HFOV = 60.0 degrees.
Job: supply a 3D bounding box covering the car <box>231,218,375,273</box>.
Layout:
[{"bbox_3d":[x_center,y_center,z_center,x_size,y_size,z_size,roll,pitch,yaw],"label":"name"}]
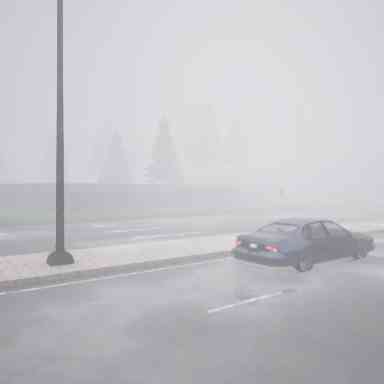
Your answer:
[{"bbox_3d":[3.741,1.547,10.713,5.357,1.411,2.033,0,0,-35],"label":"car"}]
